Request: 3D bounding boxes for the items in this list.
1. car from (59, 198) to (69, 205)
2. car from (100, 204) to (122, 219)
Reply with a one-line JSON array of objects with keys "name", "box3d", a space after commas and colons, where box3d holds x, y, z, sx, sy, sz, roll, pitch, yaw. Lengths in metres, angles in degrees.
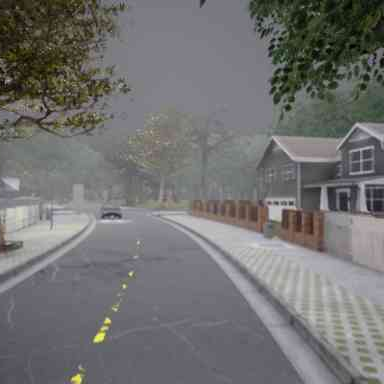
[{"name": "car", "box3d": [-28.968, 2.143, 75.083, 1.812, 1.442, 4.674, 1, -1, -28]}, {"name": "car", "box3d": [-7.979, 1.845, 32.600, 2.033, 1.411, 5.357, 0, -1, -17]}]
